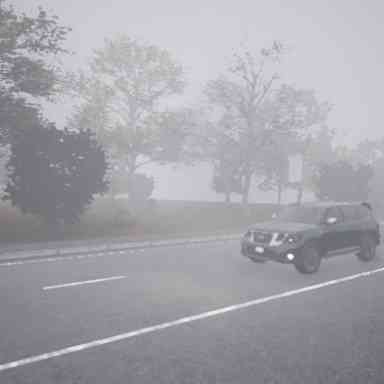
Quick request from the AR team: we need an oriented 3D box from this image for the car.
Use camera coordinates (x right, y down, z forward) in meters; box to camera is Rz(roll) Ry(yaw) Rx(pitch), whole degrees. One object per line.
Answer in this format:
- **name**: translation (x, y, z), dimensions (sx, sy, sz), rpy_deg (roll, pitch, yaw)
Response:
- **car**: translation (4.208, 1.340, 11.302), dimensions (5.566, 2.045, 2.150), rpy_deg (0, 0, -36)
